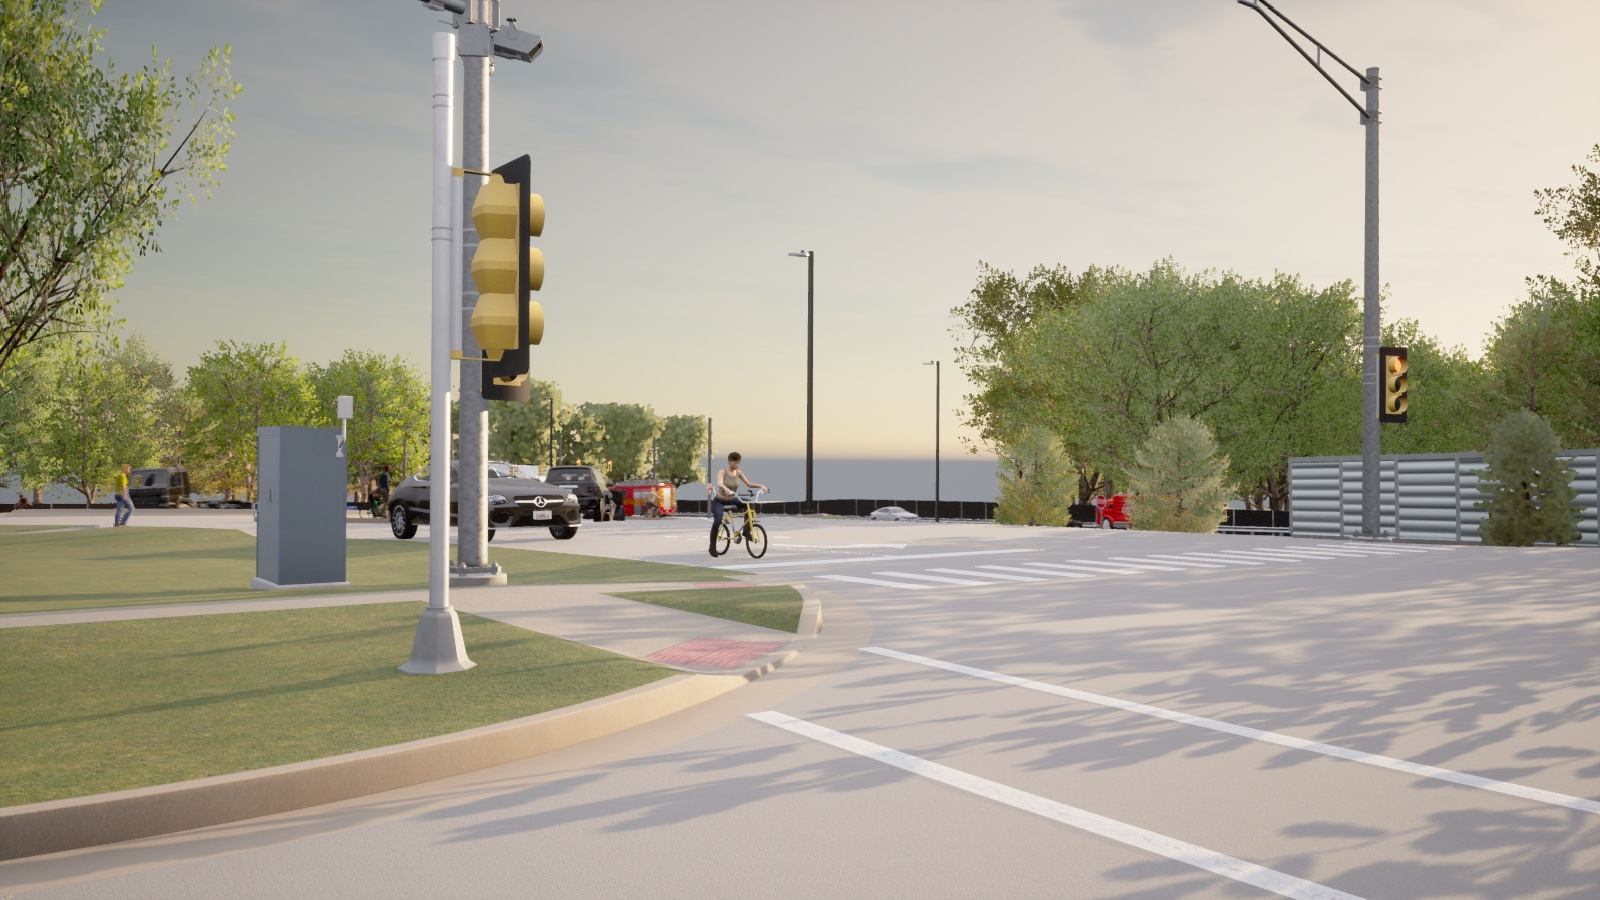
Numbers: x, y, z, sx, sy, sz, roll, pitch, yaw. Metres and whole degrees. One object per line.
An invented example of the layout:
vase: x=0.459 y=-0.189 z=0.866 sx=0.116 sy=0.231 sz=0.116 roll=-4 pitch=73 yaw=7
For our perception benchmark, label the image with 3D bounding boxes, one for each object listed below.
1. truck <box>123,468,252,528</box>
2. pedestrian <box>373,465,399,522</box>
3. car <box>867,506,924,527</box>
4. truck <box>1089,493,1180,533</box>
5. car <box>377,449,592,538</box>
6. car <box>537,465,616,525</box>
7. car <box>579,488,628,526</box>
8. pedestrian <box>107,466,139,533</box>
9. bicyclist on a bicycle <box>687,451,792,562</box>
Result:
truck: x=-38.010 y=2.955 z=78.327 sx=2.891 sy=3.462 sz=7.936 roll=-3 pitch=-2 yaw=12
pedestrian: x=-13.625 y=1.418 z=41.313 sx=0.726 sy=1.835 sz=0.370 roll=0 pitch=0 yaw=-38
car: x=7.260 y=5.067 z=96.093 sx=1.812 sy=1.442 sz=4.674 roll=0 pitch=-2 yaw=-34
truck: x=21.606 y=4.047 z=81.272 sx=2.627 sy=2.467 sz=5.204 roll=0 pitch=-2 yaw=-34
car: x=-6.568 y=0.887 z=25.742 sx=2.152 sy=1.651 sz=5.027 roll=0 pitch=-2 yaw=-42
car: x=-8.182 y=1.723 z=46.482 sx=2.150 sy=2.045 sz=5.566 roll=-1 pitch=-3 yaw=-3
car: x=-11.007 y=3.180 z=70.191 sx=1.905 sy=1.878 sz=3.866 roll=7 pitch=-5 yaw=-18
pedestrian: x=-18.892 y=1.369 z=35.052 sx=0.706 sy=1.836 sz=0.354 roll=0 pitch=0 yaw=-44
bicyclist on a bicycle: x=-0.941 y=0.837 z=19.197 sx=0.866 sy=1.612 sz=1.509 roll=0 pitch=-1 yaw=-39
